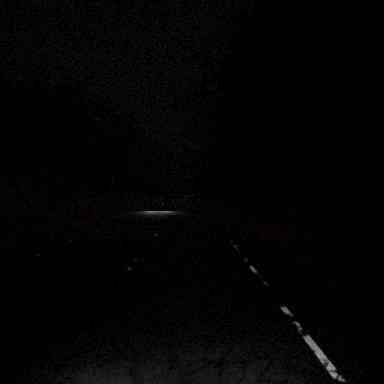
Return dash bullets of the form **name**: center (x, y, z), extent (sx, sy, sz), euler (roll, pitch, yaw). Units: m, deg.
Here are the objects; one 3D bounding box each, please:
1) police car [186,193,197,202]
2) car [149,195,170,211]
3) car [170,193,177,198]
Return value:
- **police car**: center (0.154, 1.324, 72.718), extent (1.930, 1.638, 5.238), euler (0, 0, -1)
- **car**: center (-3.851, 1.373, 38.482), extent (1.812, 1.442, 4.674), euler (0, 0, -1)
- **car**: center (-4.560, 1.021, 79.091), extent (1.882, 1.535, 5.008), euler (0, 0, -2)
